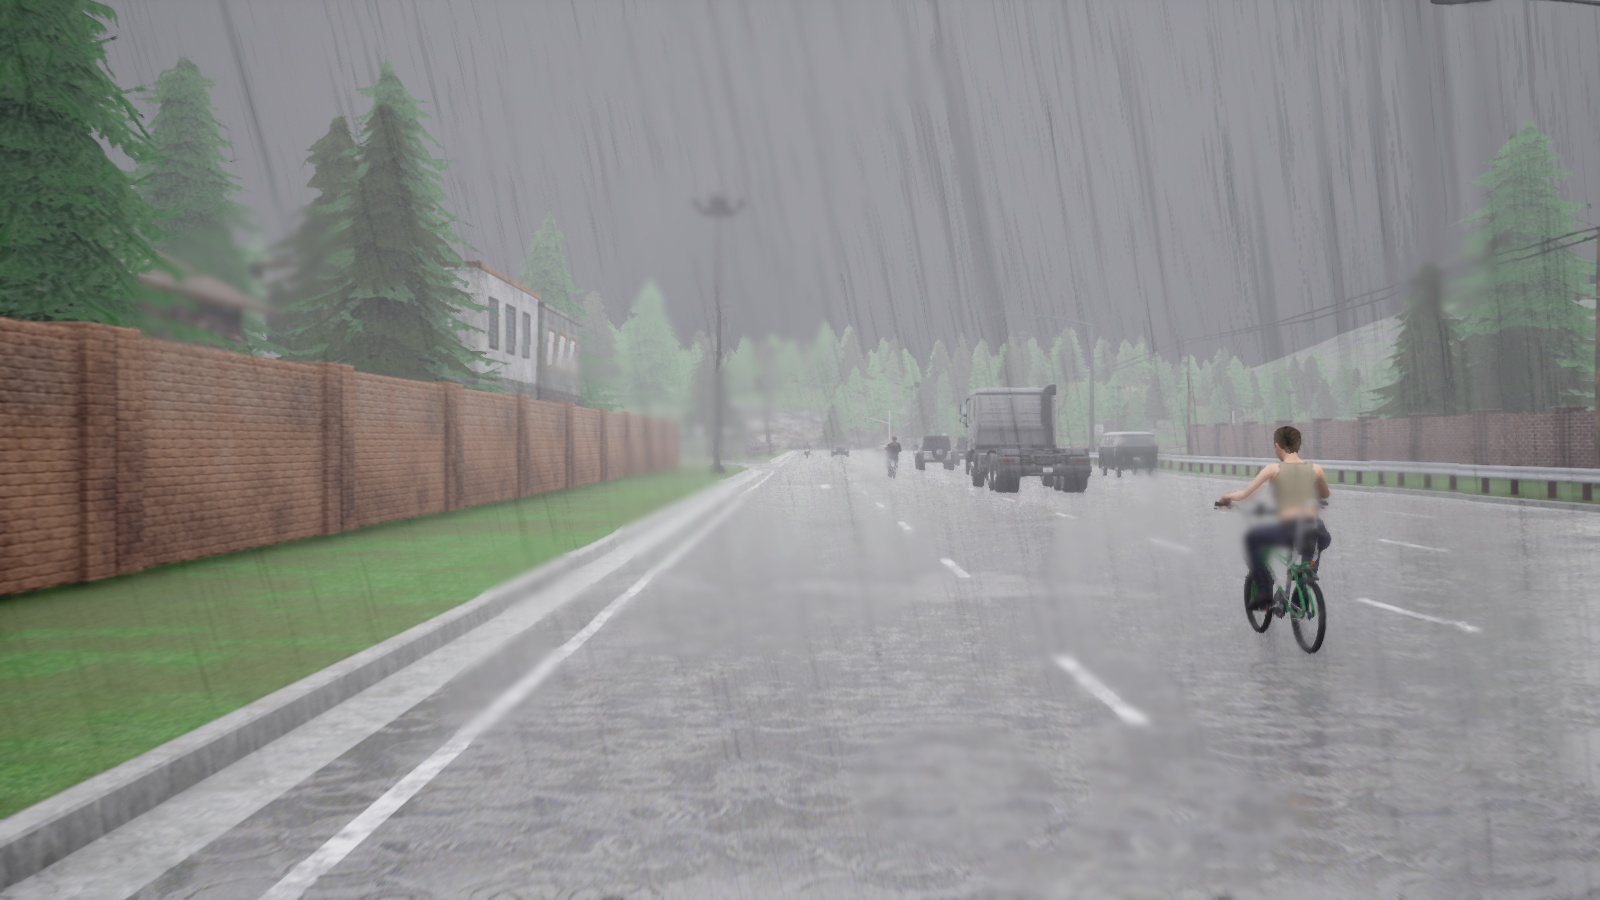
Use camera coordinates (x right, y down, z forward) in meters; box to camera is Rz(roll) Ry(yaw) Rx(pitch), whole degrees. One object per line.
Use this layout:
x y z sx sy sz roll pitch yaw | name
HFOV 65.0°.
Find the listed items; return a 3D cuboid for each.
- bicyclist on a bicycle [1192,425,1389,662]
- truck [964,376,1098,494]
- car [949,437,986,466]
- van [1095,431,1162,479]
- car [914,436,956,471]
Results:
3.573 0.633 9.301 0.866 1.612 1.509 0 0 0 | bicyclist on a bicycle
7.246 -0.458 40.575 2.891 3.462 7.936 0 0 0 | truck
10.984 0.086 82.654 1.905 1.878 3.866 0 0 0 | car
14.327 0.201 54.950 1.775 1.987 4.442 0 0 0 | van
7.408 0.158 69.212 1.905 1.878 3.866 0 0 0 | car
